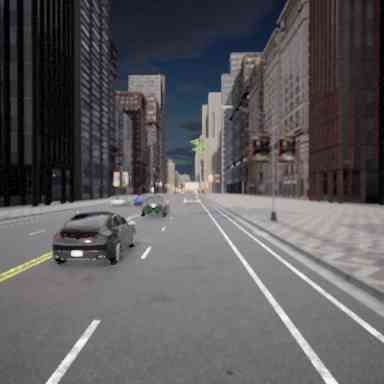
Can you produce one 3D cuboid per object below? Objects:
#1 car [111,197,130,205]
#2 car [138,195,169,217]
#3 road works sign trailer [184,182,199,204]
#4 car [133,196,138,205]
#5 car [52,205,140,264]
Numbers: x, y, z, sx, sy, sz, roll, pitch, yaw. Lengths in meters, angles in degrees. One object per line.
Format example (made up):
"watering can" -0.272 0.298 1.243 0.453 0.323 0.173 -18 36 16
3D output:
"car" -9.833 1.306 45.864 1.895 1.301 4.718 0 0 0
"car" -3.154 1.157 29.385 2.097 1.767 4.553 0 0 0
"road works sign trailer" -0.008 0.129 52.810 2.380 3.560 2.880 0 0 0
"car" -6.587 1.192 44.420 1.882 1.535 5.008 0 1 0
"car" -3.152 1.425 11.533 1.837 1.490 4.892 0 0 0
